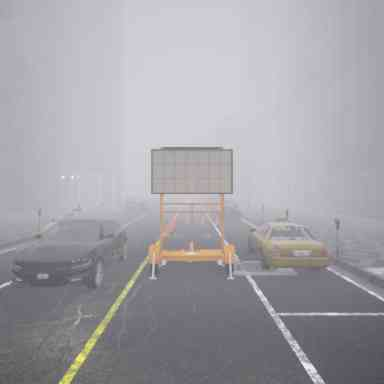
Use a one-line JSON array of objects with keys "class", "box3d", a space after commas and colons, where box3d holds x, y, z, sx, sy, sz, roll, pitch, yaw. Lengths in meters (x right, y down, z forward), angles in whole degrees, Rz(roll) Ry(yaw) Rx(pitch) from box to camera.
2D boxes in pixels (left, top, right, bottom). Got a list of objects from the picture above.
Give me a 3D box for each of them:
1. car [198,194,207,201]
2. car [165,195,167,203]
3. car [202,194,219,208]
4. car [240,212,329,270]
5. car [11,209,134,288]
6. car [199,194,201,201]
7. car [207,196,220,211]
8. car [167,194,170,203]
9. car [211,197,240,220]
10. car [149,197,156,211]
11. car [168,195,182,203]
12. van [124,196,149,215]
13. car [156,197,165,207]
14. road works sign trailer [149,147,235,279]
[{"class": "car", "box3d": [2.858, 1.433, 89.601, 2.192, 1.841, 5.009, 0, 0, 0]}, {"class": "car", "box3d": [-5.666, 1.572, 55.776, 1.887, 1.381, 4.507, 0, 0, 0]}, {"class": "car", "box3d": [2.859, 1.322, 44.485, 2.192, 1.841, 5.009, 0, 0, 0]}, {"class": "car", "box3d": [2.866, 1.520, 10.851, 1.752, 1.417, 4.829, 0, 0, 1]}, {"class": "car", "box3d": [-3.100, 1.474, 9.409, 1.882, 1.535, 5.008, 0, 0, 0]}, {"class": "car", "box3d": [2.859, 1.478, 61.403, 1.967, 1.590, 4.097, 0, 0, 0]}, {"class": "car", "box3d": [2.860, 1.433, 33.205, 1.967, 1.590, 4.097, 0, 0, 0]}, {"class": "car", "box3d": [-5.666, 1.631, 67.055, 1.802, 1.307, 4.206, 0, 0, 0]}, {"class": "car", "box3d": [2.859, 1.430, 27.567, 1.967, 1.590, 4.097, 0, 0, 0]}, {"class": "car", "box3d": [-5.666, 1.564, 38.860, 1.947, 1.339, 4.313, 0, 0, 0]}, {"class": "car", "box3d": [-2.999, 1.644, 63.927, 1.895, 1.301, 4.718, 0, 0, 0]}, {"class": "van", "box3d": [-5.665, 1.334, 33.221, 1.690, 1.788, 3.998, 0, 0, 0]}, {"class": "car", "box3d": [-5.666, 1.457, 50.138, 1.967, 1.590, 4.097, 0, 0, 0]}, {"class": "road works sign trailer", "box3d": [0.000, 0.460, 9.960, 2.380, 3.560, 2.880, 0, 0, 0]}]
